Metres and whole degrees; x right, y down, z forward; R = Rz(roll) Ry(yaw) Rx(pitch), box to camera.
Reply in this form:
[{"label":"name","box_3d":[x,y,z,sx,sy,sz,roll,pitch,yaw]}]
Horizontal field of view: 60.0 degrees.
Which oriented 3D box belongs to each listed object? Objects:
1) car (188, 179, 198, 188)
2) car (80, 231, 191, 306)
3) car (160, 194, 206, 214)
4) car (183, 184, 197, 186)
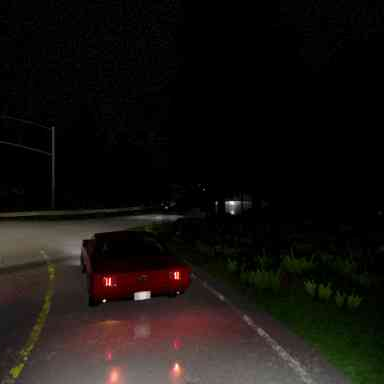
[{"label":"car","box_3d":[0.142,-1.820,70.088,2.128,1.511,4.902,0,5,-1]},{"label":"car","box_3d":[-1.678,1.601,8.145,1.895,1.301,4.718,0,0,-21]},{"label":"car","box_3d":[-0.615,0.954,32.394,2.150,2.045,5.566,0,2,39]},{"label":"car","box_3d":[-0.470,-1.011,59.800,1.882,1.535,5.008,0,4,-24]}]
